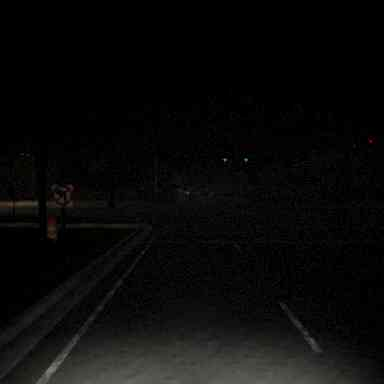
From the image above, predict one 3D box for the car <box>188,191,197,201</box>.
[{"bbox_3d":[0.073,0.941,66.246,1.882,1.535,5.008,0,0,0],"label":"car"}]
